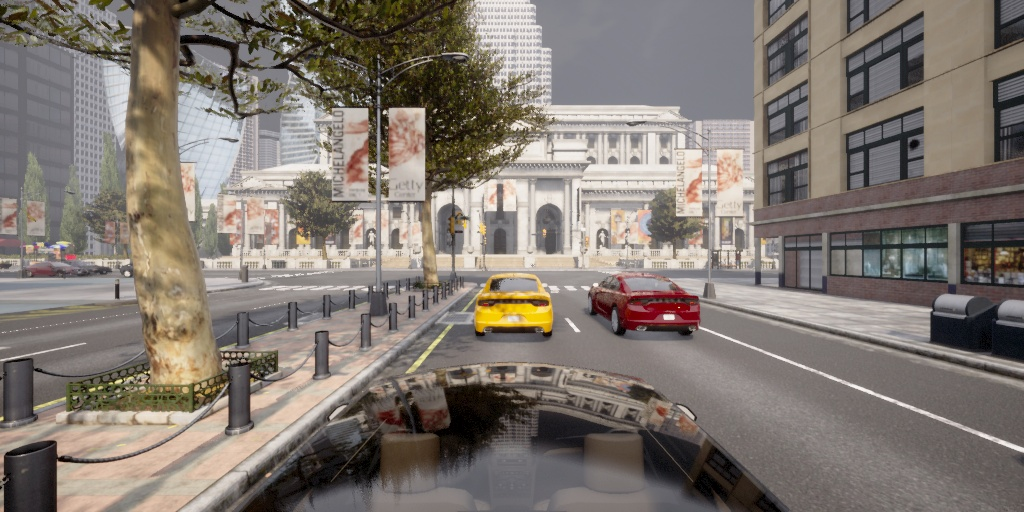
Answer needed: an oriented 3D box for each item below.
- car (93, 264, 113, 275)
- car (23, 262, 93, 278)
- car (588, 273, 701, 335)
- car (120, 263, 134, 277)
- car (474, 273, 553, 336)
[{"bbox_3d":[-45.302,1.297,37.505,5.357,1.411,2.033,0,0,0],"label":"car"},{"bbox_3d":[-43.379,1.276,34.012,4.674,1.442,1.812,0,0,-1],"label":"car"},{"bbox_3d":[3.557,1.228,10.560,1.882,1.535,5.008,0,0,0],"label":"car"},{"bbox_3d":[-34.180,1.255,34.044,4.892,1.490,1.837,0,0,0],"label":"car"},{"bbox_3d":[0.055,1.228,10.381,1.882,1.535,5.008,0,0,1],"label":"car"}]
